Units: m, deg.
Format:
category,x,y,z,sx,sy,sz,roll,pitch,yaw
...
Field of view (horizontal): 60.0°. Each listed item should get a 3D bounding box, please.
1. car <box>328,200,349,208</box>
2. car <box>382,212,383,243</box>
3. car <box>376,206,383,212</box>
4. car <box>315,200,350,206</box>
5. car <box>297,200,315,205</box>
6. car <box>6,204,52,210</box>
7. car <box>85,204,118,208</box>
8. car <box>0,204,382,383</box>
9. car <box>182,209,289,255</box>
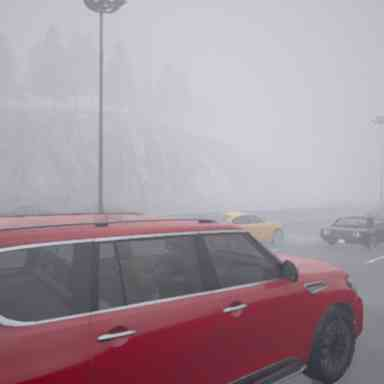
category,x,y,z,sx,sy,sz,roll,pitch,yaw
car,27.036,2.180,61.391,4.674,1.442,1.812,1,-1,-42
car,7.843,1.766,15.246,4.718,1.301,1.895,1,-1,-42
car,16.027,1.846,27.440,5.357,1.411,2.033,1,-1,-42
car,18.799,2.000,44.458,4.674,1.442,1.812,0,-1,-42
car,20.857,2.163,60.503,4.674,1.442,1.812,1,-1,-42
car,-14.478,1.773,28.394,4.892,1.490,1.837,0,0,-40
car,-8.279,1.776,29.193,4.902,1.511,2.128,1,-1,-42
car,-0.306,1.261,3.781,5.566,2.045,2.150,1,-1,-37
car,2.099,1.632,14.853,5.008,1.535,1.882,1,-1,-41
